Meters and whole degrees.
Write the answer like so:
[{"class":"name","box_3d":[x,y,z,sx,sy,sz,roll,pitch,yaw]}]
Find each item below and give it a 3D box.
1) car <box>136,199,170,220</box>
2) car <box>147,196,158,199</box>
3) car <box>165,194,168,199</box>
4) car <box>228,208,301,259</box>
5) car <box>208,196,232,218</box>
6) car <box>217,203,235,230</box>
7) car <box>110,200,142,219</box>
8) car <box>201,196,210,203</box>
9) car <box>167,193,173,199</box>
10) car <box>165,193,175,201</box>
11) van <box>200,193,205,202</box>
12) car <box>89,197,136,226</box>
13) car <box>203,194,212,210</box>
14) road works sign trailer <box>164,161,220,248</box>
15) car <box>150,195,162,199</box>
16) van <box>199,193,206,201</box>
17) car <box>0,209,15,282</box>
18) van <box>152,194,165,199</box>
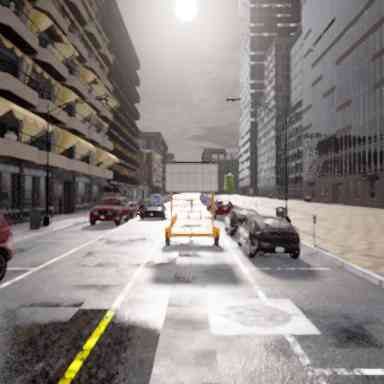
[{"class":"car","box_3d":[-3.088,1.517,27.391,1.994,1.385,4.181,0,0,0]},{"class":"car","box_3d":[-5.669,1.498,40.245,1.947,1.339,4.313,1,0,0]},{"class":"car","box_3d":[-5.664,1.433,56.784,1.752,1.417,4.829,1,0,0]},{"class":"car","box_3d":[2.705,1.529,12.394,2.008,1.369,4.403,1,0,0]},{"class":"car","box_3d":[2.710,1.391,29.102,1.967,1.590,4.097,1,0,0]},{"class":"car","box_3d":[2.706,1.520,17.962,2.008,1.369,4.403,1,0,0]},{"class":"car","box_3d":[-5.671,1.495,29.105,1.887,1.381,4.507,1,0,0]},{"class":"car","box_3d":[2.719,1.473,68.089,1.802,1.307,4.206,1,0,0]},{"class":"car","box_3d":[-5.661,1.442,68.092,2.008,1.369,4.403,1,0,0]},{"class":"car","box_3d":[-5.654,1.182,84.802,2.192,1.841,5.009,1,0,0]},{"class":"van","box_3d":[2.719,1.249,56.951,1.690,1.788,3.998,1,0,0]},{"class":"car","box_3d":[-5.669,1.275,23.535,2.192,1.841,5.009,1,0,0]},{"class":"car","box_3d":[2.714,1.373,40.242,1.967,1.590,4.097,1,0,0]},{"class":"road works sign trailer","box_3d":[0.003,0.439,14.656,2.380,3.560,2.880,0,0,0]},{"class":"car","box_3d":[-5.667,1.475,45.814,2.008,1.369,4.403,1,0,0]},{"class":"van","box_3d":[2.726,1.209,84.799,1.690,1.788,3.998,1,0,0]},{"class":"car","box_3d":[-5.673,1.303,6.827,2.192,1.841,5.009,1,0,0]},{"class":"van","box_3d":[-5.662,1.257,51.384,1.690,1.788,3.998,1,0,0]}]
